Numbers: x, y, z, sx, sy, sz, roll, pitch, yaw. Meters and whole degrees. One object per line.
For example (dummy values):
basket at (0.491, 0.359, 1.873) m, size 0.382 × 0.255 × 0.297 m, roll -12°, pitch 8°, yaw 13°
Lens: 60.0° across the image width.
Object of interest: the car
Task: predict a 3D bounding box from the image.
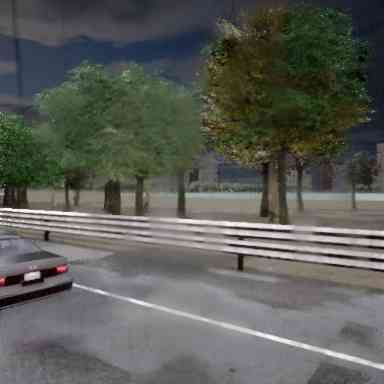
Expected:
car at (-4.894, 1.557, 7.456) m, size 5.357 × 1.411 × 2.033 m, roll 0°, pitch 0°, yaw 36°
